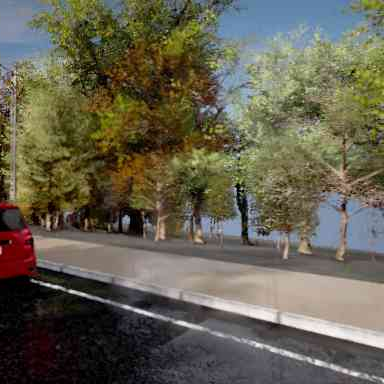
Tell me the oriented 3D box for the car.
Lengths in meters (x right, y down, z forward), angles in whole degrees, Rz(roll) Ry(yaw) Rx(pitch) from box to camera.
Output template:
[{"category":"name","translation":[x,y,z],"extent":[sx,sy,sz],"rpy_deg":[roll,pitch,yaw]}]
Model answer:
[{"category":"car","translation":[-5.962,1.203,7.850],"extent":[5.566,2.045,2.150],"rpy_deg":[1,0,35]}]
